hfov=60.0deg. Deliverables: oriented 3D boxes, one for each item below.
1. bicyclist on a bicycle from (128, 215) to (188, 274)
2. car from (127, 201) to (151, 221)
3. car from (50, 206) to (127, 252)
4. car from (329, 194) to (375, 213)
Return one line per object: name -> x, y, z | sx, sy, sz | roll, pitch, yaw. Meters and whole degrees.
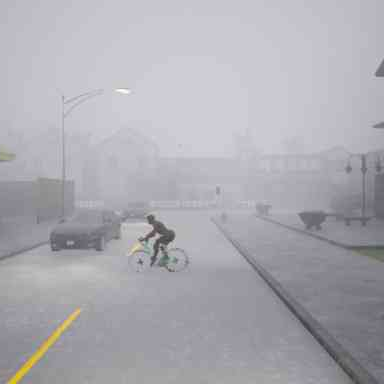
bicyclist on a bicycle -> -0.951, 1.448, 9.157 | 1.656, 1.620, 0.582 | -2, 0, 0
car -> -4.405, 1.506, 26.906 | 1.837, 1.490, 4.892 | 0, 0, -1
car -> -4.288, 1.478, 14.114 | 1.882, 1.535, 5.008 | 0, 1, -1
car -> 17.848, 1.219, 36.174 | 5.566, 2.045, 2.150 | 0, 0, 0
